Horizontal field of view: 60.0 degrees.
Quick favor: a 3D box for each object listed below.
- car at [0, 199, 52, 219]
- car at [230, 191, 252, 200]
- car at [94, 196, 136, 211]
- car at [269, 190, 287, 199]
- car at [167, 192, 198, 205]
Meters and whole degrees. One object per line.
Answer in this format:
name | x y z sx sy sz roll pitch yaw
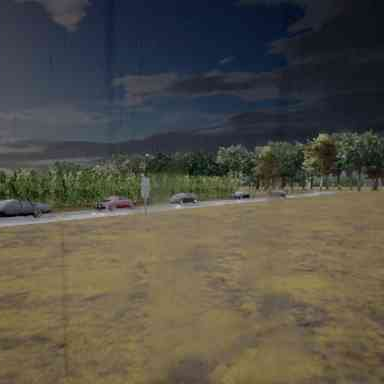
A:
car | -13.085 1.257 24.402 2.033 1.411 5.357 0 1 34
car | 7.977 0.544 54.181 1.882 1.535 5.008 0 1 35
car | -7.452 1.088 32.480 1.994 1.385 4.181 0 1 34
car | 15.479 0.345 59.880 1.882 1.535 5.008 0 1 35
car | -1.085 0.824 41.480 1.837 1.490 4.892 0 1 35
